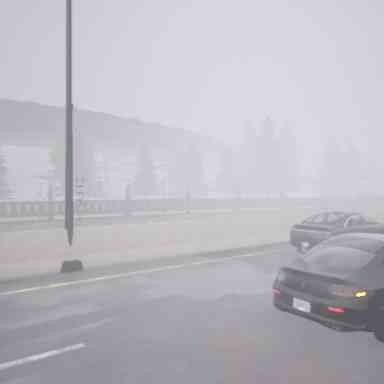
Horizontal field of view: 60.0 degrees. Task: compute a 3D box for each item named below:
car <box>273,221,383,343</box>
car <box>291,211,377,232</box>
[{"bbox_3d":[3.521,1.510,6.302,4.674,1.442,1.812,0,0,-35],"label":"car"},{"bbox_3d":[5.628,1.463,12.065,4.902,1.511,2.128,0,0,-35],"label":"car"}]
